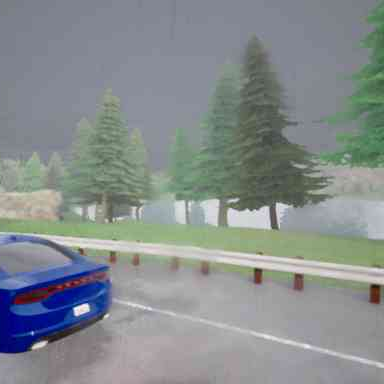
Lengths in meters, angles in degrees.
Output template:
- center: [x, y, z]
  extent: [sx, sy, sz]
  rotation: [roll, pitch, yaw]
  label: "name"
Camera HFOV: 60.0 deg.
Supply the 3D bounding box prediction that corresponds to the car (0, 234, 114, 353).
- center: [-3.660, 1.503, 5.917]
  extent: [5.008, 1.535, 1.882]
  rotation: [0, 0, 31]
  label: "car"
